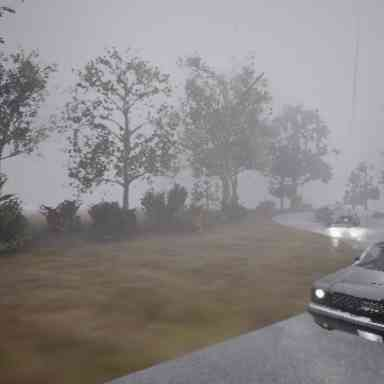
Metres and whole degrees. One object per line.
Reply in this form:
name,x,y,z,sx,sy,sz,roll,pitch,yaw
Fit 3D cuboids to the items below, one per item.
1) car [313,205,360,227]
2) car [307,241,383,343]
car,9.828,1.565,22.901,1.994,1.385,4.181,0,0,4
car,3.958,1.601,5.925,4.718,1.301,1.895,0,0,-43
